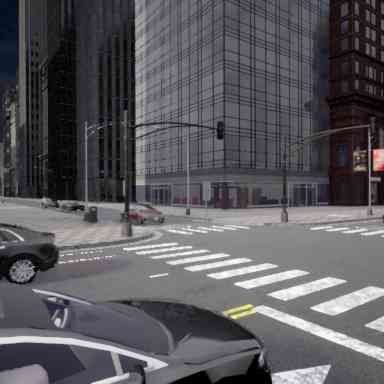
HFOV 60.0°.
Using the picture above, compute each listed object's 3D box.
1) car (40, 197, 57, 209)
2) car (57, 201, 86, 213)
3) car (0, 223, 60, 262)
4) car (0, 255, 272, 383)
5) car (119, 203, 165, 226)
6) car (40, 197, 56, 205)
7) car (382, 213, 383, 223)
[{"bbox_3d":[-20.739,1.616,48.339,1.837,1.490,4.892,0,0,-35],"label":"car"},{"bbox_3d":[-13.770,1.683,38.449,1.895,1.301,4.718,0,0,-35],"label":"car"},{"bbox_3d":[-5.720,1.505,7.817,4.892,1.490,1.837,0,1,-39],"label":"car"},{"bbox_3d":[-1.475,1.491,2.386,4.902,1.511,2.128,0,0,-36],"label":"car"},{"bbox_3d":[-3.774,1.569,24.377,1.812,1.442,4.674,0,0,-36],"label":"car"},{"bbox_3d":[-27.607,1.648,63.486,1.837,1.490,4.892,0,0,-35],"label":"car"},{"bbox_3d":[14.772,1.354,22.374,4.553,1.767,2.097,0,0,-36],"label":"car"}]
